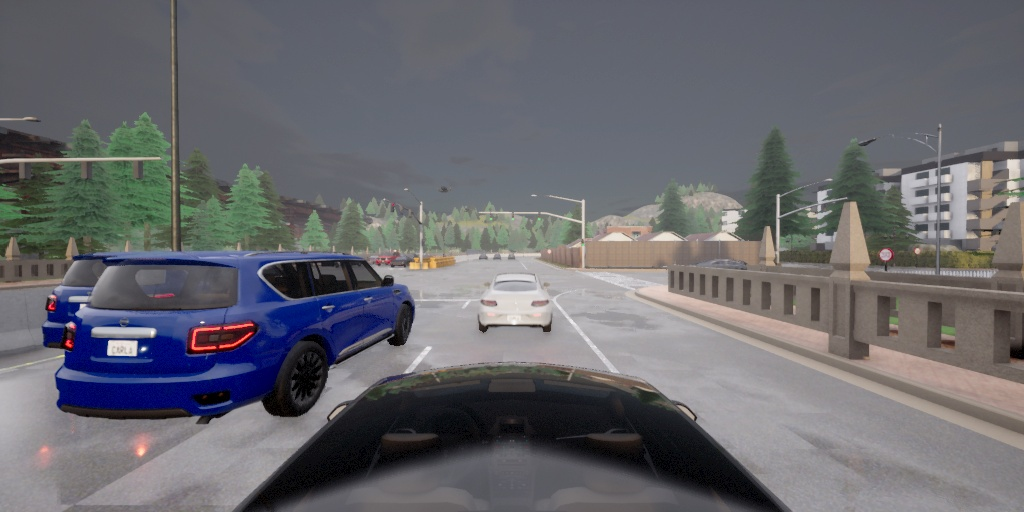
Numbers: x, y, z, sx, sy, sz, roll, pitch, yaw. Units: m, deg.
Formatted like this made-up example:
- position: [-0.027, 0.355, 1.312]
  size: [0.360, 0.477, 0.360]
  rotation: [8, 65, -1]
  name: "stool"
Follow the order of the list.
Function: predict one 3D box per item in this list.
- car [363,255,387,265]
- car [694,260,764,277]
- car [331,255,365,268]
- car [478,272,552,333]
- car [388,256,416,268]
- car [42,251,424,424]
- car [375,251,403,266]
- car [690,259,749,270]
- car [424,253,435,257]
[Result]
- position: [-21.144, 0.619, 55.523]
  size: [1.812, 1.442, 4.674]
  rotation: [0, 1, 0]
  name: "car"
- position: [18.032, 1.019, 29.977]
  size: [4.718, 1.301, 1.895]
  rotation: [0, 1, 2]
  name: "car"
- position: [-21.153, 0.699, 46.474]
  size: [2.128, 1.511, 4.902]
  rotation: [0, 1, 0]
  name: "car"
- position: [0.128, 1.193, 10.343]
  size: [1.812, 1.442, 4.674]
  rotation: [0, 1, 2]
  name: "car"
- position: [-14.122, 0.757, 46.381]
  size: [2.033, 1.411, 5.357]
  rotation: [0, 1, -1]
  name: "car"
- position: [-3.488, 0.935, 6.071]
  size: [2.150, 2.045, 5.566]
  rotation: [0, 1, 4]
  name: "car"
- position: [-17.661, 0.362, 51.755]
  size: [2.150, 2.045, 5.566]
  rotation: [0, 1, -1]
  name: "car"
- position: [15.700, 0.954, 26.437]
  size: [4.902, 1.511, 2.128]
  rotation: [0, 1, 3]
  name: "car"
- position: [-14.156, 0.635, 57.312]
  size: [1.994, 1.385, 4.181]
  rotation: [0, 1, 0]
  name: "car"
